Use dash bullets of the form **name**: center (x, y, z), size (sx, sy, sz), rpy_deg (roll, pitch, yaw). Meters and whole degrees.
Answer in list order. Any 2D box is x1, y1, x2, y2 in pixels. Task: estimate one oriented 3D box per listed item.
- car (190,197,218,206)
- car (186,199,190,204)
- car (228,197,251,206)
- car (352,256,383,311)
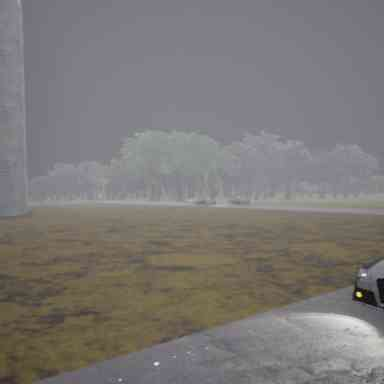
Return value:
- **car**: center (2.573, 1.856, 63.200), size (2.033, 1.411, 5.357), rpy_deg (-2, 0, -35)
- **car**: center (0.626, 1.825, 70.699), size (1.895, 1.301, 4.718), rpy_deg (-2, 0, -35)
- **car**: center (8.408, 1.671, 59.799), size (2.128, 1.511, 4.902), rpy_deg (-2, 1, -35)
- **car**: center (5.086, 1.565, 6.655), size (4.181, 1.385, 1.994), rpy_deg (0, 0, -35)
